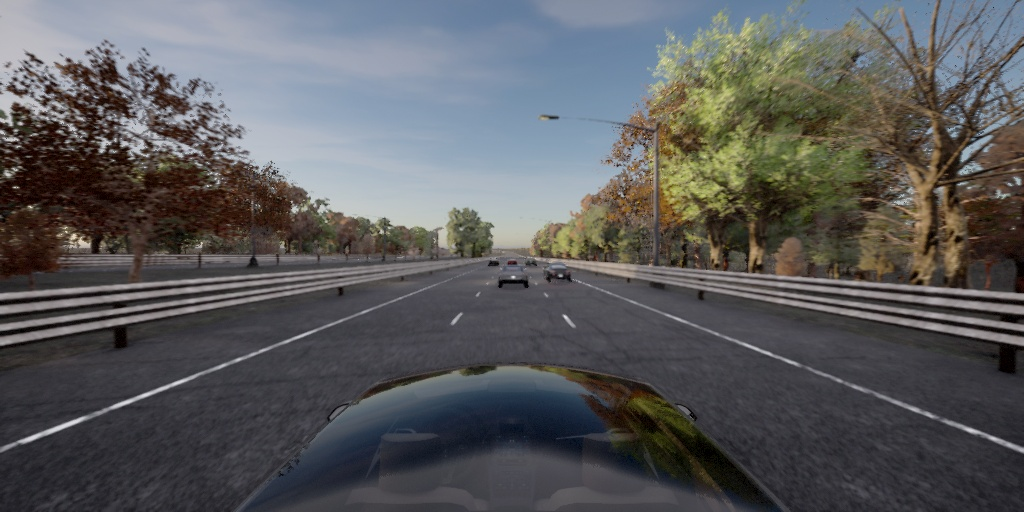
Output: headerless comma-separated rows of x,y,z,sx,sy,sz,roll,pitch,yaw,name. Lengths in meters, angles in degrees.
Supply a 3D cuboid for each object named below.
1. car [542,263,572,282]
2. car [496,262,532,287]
3.581,1.268,28.740,1.812,1.442,4.674,0,0,0,car
0.084,1.307,24.702,1.994,1.385,4.181,0,0,0,car
